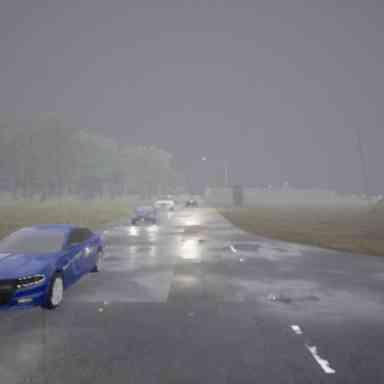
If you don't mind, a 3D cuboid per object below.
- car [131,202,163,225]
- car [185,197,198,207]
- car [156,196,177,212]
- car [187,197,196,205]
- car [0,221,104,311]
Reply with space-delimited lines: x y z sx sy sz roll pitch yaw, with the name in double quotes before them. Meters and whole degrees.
"car" -3.655 1.784 26.789 1.812 1.442 4.674 0 0 0
"car" -0.101 1.685 57.680 2.097 1.767 4.553 0 0 0
"car" -3.665 1.554 45.383 2.150 2.045 5.566 0 0 0
"car" -0.118 1.791 67.725 1.837 1.490 4.892 0 0 0
"car" -3.613 1.567 8.257 1.882 1.535 5.008 0 -1 0
